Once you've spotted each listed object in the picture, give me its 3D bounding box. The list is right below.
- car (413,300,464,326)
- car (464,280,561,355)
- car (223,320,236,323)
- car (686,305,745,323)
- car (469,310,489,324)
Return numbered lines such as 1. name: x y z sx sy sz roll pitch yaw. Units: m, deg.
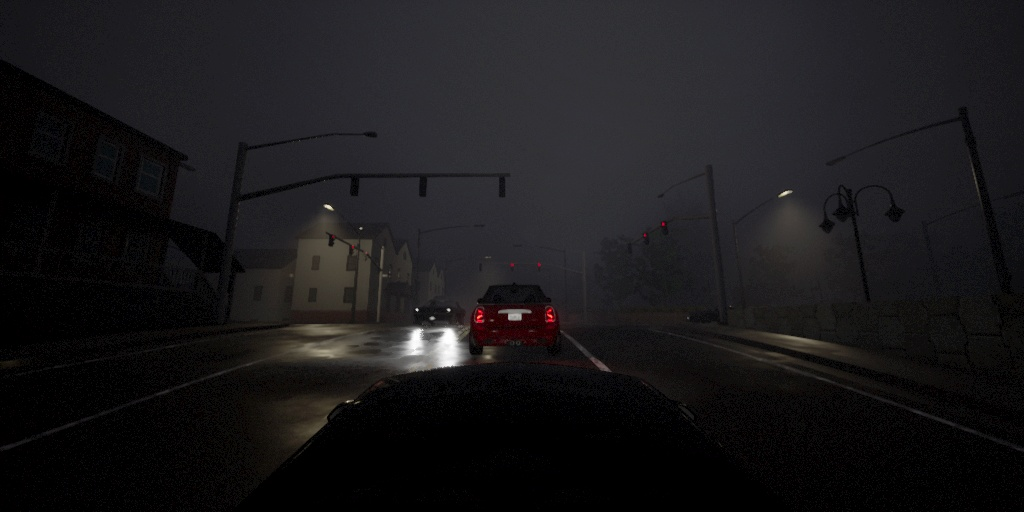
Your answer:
1. car: -3.588 2.886 18.356 1.895 1.301 4.718 0 -10 0
2. car: 0.067 1.568 10.026 2.097 1.767 4.553 -1 -6 0
3. car: -19.876 5.163 24.874 5.008 1.535 1.882 -9 -10 0
4. car: 16.328 4.636 28.241 4.902 1.511 2.128 0 -10 1
5. car: -3.578 6.822 40.111 1.812 1.442 4.674 0 -10 0
